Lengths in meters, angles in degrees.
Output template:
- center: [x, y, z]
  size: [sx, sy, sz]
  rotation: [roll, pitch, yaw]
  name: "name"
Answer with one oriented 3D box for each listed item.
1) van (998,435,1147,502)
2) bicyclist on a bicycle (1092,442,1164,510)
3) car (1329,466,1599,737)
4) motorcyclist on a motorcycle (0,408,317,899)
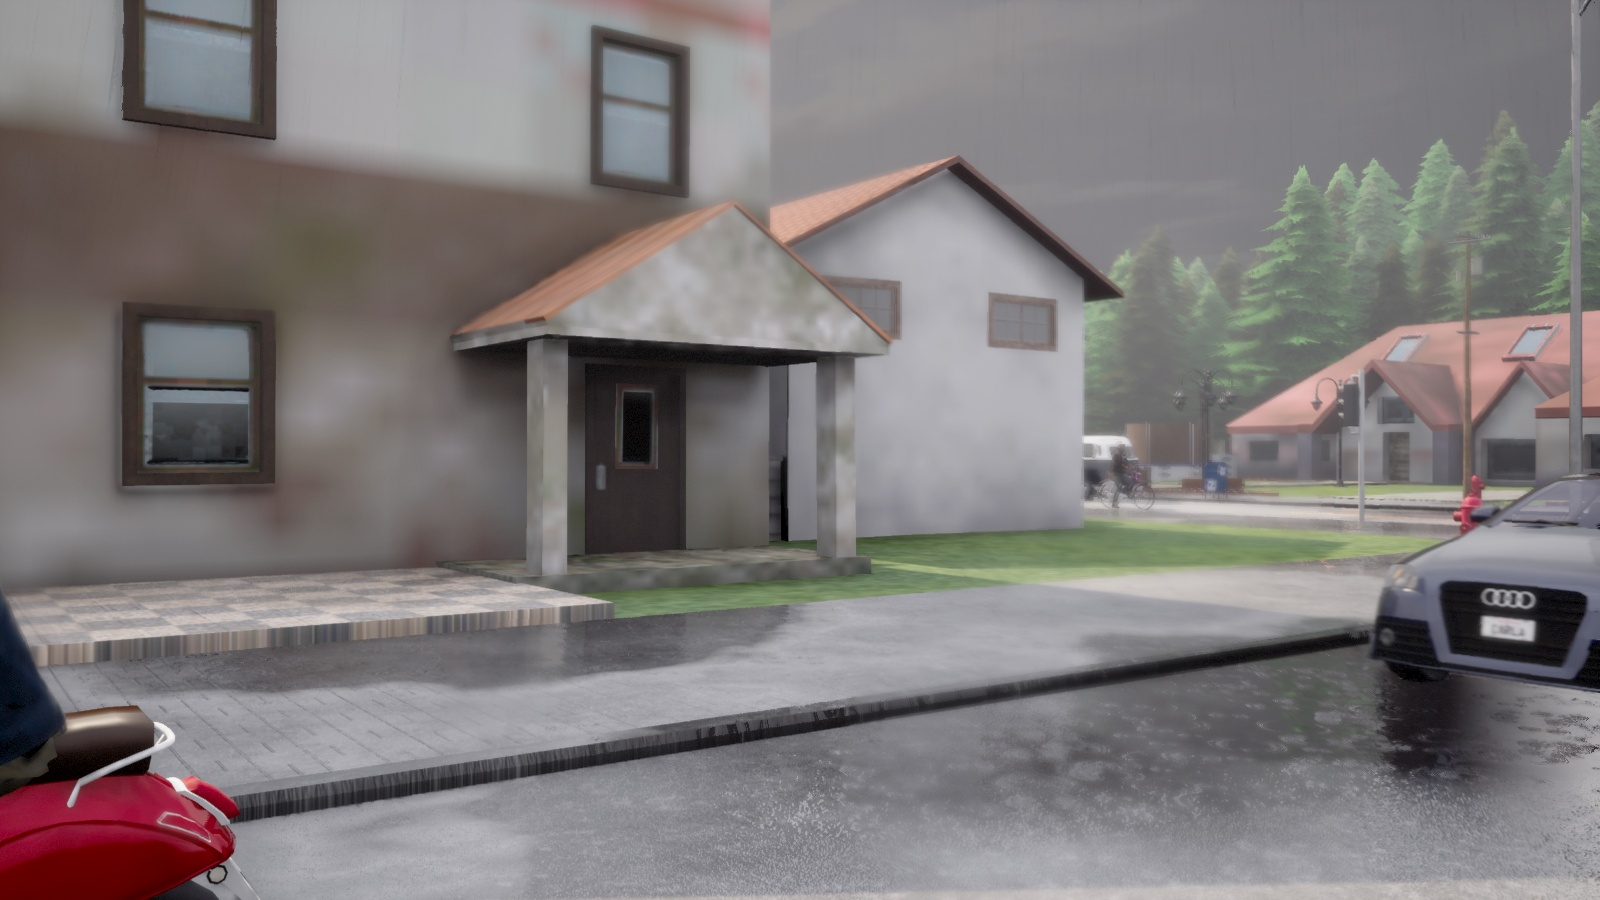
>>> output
- center: [8.729, 0.550, 40.503]
  size: [2.069, 2.038, 4.480]
  rotation: [0, 0, -35]
  name: "van"
- center: [8.759, 0.679, 33.580]
  size: [0.659, 1.776, 1.843]
  rotation: [0, 0, -36]
  name: "bicyclist on a bicycle"
- center: [5.575, 0.817, 8.277]
  size: [4.181, 1.385, 1.994]
  rotation: [0, 0, -36]
  name: "car"
- center: [-2.126, 0.710, 2.775]
  size: [1.817, 1.590, 0.866]
  rotation: [0, 0, -36]
  name: "motorcyclist on a motorcycle"
